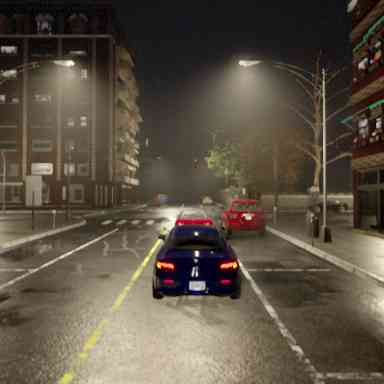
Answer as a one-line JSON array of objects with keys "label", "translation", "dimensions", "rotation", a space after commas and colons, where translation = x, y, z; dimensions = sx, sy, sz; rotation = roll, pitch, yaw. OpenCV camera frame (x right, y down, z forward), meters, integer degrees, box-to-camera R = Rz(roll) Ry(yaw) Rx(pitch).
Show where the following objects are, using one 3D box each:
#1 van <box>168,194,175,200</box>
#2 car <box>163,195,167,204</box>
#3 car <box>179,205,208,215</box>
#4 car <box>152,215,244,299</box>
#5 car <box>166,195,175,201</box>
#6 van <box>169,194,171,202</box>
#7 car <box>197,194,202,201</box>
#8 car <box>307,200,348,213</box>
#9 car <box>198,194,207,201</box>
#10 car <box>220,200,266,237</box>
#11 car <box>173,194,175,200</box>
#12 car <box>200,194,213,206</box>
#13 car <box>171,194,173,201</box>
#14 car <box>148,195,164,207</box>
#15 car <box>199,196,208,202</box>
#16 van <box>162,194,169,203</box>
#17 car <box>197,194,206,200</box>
[{"label": "van", "translation": [-5.727, 1.412, 95.044], "dimensions": [1.690, 1.788, 3.998], "rotation": [1, 0, 0]}, {"label": "car", "translation": [-5.709, 1.613, 56.273], "dimensions": [1.802, 1.307, 4.206], "rotation": [1, 0, 0]}, {"label": "car", "translation": [0.091, 1.607, 18.053], "dimensions": [1.895, 1.301, 4.718], "rotation": [0, 0, 0]}, {"label": "car", "translation": [0.097, 1.528, 8.310], "dimensions": [1.812, 1.442, 4.674], "rotation": [0, 0, 0]}, {"label": "car", "translation": [-5.728, 1.615, 89.505], "dimensions": [2.008, 1.369, 4.403], "rotation": [1, 0, 0]}, {"label": "van", "translation": [-5.711, 1.382, 67.351], "dimensions": [1.690, 1.788, 3.998], "rotation": [1, 0, 0]}, {"label": "car", "translation": [2.662, 1.597, 72.886], "dimensions": [2.008, 1.369, 4.403], "rotation": [1, 0, 0]}, {"label": "car", "translation": [15.192, 1.606, 37.282], "dimensions": [4.313, 1.339, 1.947], "rotation": [0, -1, 1]}, {"label": "car", "translation": [2.660, 1.373, 83.963], "dimensions": [2.192, 1.841, 5.009], "rotation": [1, 0, 0]}, {"label": "car", "translation": [2.698, 1.322, 18.242], "dimensions": [2.192, 1.841, 5.009], "rotation": [1, 0, 0]}, {"label": "car", "translation": [-5.721, 1.603, 78.428], "dimensions": [2.008, 1.369, 4.403], "rotation": [1, 0, 0]}, {"label": "car", "translation": [2.672, 1.557, 56.442], "dimensions": [1.752, 1.417, 4.829], "rotation": [1, 0, 0]}, {"label": "car", "translation": [-5.718, 1.628, 72.890], "dimensions": [1.802, 1.307, 4.206], "rotation": [1, 0, 0]}, {"label": "car", "translation": [-5.705, 1.609, 50.736], "dimensions": [1.802, 1.307, 4.206], "rotation": [1, 0, 0]}, {"label": "car", "translation": [2.659, 1.618, 78.425], "dimensions": [1.947, 1.339, 4.313], "rotation": [1, 0, 0]}, {"label": "van", "translation": [-5.707, 1.377, 61.812], "dimensions": [1.690, 1.788, 3.998], "rotation": [1, 0, 0]}, {"label": "car", "translation": [2.654, 1.386, 95.038], "dimensions": [2.192, 1.841, 5.009], "rotation": [1, 0, 0]}]
